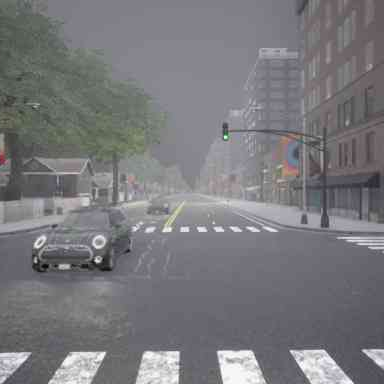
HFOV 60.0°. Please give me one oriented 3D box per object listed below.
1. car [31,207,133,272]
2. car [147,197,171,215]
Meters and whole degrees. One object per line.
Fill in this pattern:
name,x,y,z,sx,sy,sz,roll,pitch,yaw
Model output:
car,-3.267,1.337,10.759,2.097,1.767,4.553,0,0,0
car,-3.314,1.321,34.039,2.097,1.767,4.553,0,0,0
